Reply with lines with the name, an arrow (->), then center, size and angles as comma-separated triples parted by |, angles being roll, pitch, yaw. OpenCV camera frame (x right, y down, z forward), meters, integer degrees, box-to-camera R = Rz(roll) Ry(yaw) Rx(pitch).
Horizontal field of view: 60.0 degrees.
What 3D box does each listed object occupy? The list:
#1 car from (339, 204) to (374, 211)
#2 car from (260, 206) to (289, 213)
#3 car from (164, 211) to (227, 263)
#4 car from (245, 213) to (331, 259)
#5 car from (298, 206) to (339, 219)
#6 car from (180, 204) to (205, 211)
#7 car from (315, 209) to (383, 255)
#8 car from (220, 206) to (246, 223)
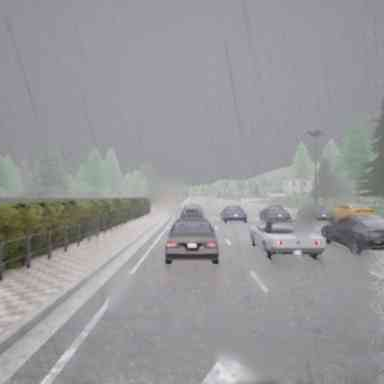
car -> 14.032, 1.780, 29.237 | 1.882, 1.535, 5.008 | 0, 0, 0
car -> 7.024, 1.859, 28.501 | 1.994, 1.385, 4.181 | 0, -1, 1
car -> 0.009, 1.678, 12.514 | 2.033, 1.411, 5.357 | 0, -1, 0
car -> 3.516, 1.739, 13.242 | 1.895, 1.301, 4.718 | 0, -1, 0
car -> 10.523, 1.859, 28.474 | 1.994, 1.385, 4.181 | 0, -1, 1
car -> 0.025, 1.802, 28.508 | 1.837, 1.490, 4.892 | 0, 0, 0
car -> 7.024, 1.670, 13.890 | 1.812, 1.442, 4.674 | 0, 0, 0
car -> 3.525, 1.860, 28.561 | 1.994, 1.385, 4.181 | 0, -1, 0
